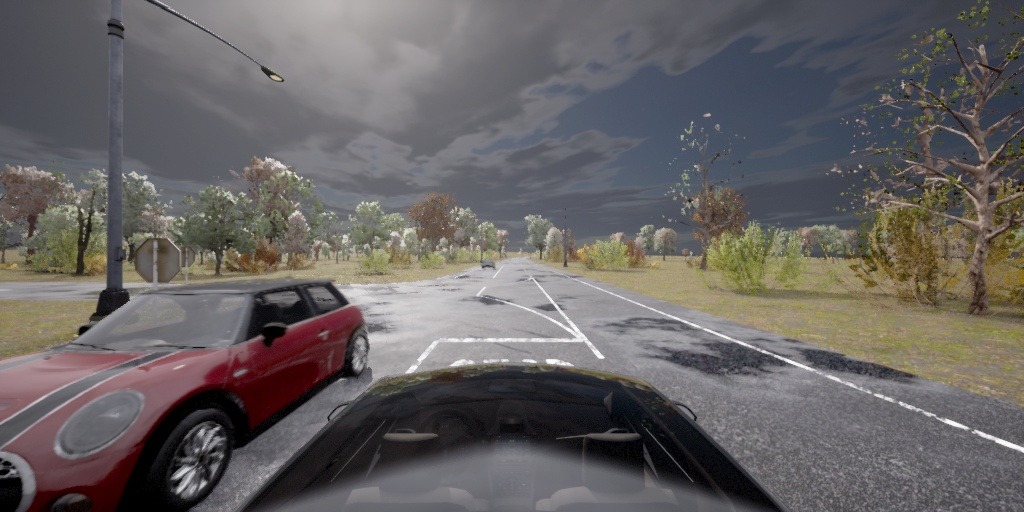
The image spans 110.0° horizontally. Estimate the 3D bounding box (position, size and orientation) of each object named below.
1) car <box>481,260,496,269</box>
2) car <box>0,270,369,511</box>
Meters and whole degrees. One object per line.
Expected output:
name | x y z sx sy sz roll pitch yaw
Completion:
car | -3.445 1.263 52.845 1.994 1.385 4.181 0 0 0
car | -3.510 1.103 4.257 2.097 1.767 4.553 0 0 0
